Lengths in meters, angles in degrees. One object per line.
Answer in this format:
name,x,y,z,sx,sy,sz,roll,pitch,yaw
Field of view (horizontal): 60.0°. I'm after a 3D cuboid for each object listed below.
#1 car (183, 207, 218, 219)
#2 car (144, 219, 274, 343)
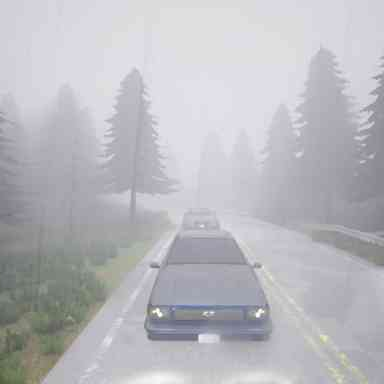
car,0.447,1.584,19.161,1.994,1.385,4.181,0,0,-2
car,0.271,1.557,7.076,2.033,1.411,5.357,0,0,1
